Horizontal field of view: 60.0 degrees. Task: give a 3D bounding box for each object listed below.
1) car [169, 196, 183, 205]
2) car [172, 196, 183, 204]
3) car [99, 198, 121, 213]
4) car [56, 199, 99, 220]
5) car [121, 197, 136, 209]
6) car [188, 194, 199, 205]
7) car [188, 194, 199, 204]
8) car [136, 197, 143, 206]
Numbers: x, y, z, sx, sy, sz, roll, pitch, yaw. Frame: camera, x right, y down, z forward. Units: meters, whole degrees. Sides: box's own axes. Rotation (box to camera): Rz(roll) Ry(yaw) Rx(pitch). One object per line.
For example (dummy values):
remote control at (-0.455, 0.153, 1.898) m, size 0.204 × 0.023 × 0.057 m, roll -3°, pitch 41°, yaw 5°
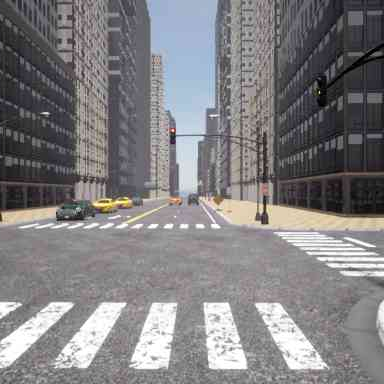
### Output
car at (-2.978, 1.452, 59.916) m, size 2.097 × 1.767 × 4.553 m, roll 0°, pitch 0°, yaw 0°
car at (-2.978, 1.634, 70.104) m, size 2.128 × 1.511 × 4.902 m, roll 0°, pitch 0°, yaw 0°
car at (-9.745, 1.516, 37.395) m, size 1.882 × 1.535 × 5.008 m, roll 0°, pitch 0°, yaw 0°
car at (-9.769, 1.374, 28.208) m, size 2.097 × 1.767 × 4.553 m, roll 0°, pitch 0°, yaw 0°
car at (-9.712, 1.539, 47.077) m, size 1.882 × 1.535 × 5.008 m, roll 0°, pitch 0°, yaw 0°
car at (0.272, 1.606, 60.127) m, size 1.837 × 1.490 × 4.892 m, roll 0°, pitch 0°, yaw 0°
car at (0.274, 1.361, 70.335) m, size 2.150 × 2.045 × 5.566 m, roll 0°, pitch 0°, yaw 0°
car at (-9.641, 1.640, 57.725) m, size 2.033 × 1.411 × 5.357 m, roll 0°, pitch 0°, yaw 1°
